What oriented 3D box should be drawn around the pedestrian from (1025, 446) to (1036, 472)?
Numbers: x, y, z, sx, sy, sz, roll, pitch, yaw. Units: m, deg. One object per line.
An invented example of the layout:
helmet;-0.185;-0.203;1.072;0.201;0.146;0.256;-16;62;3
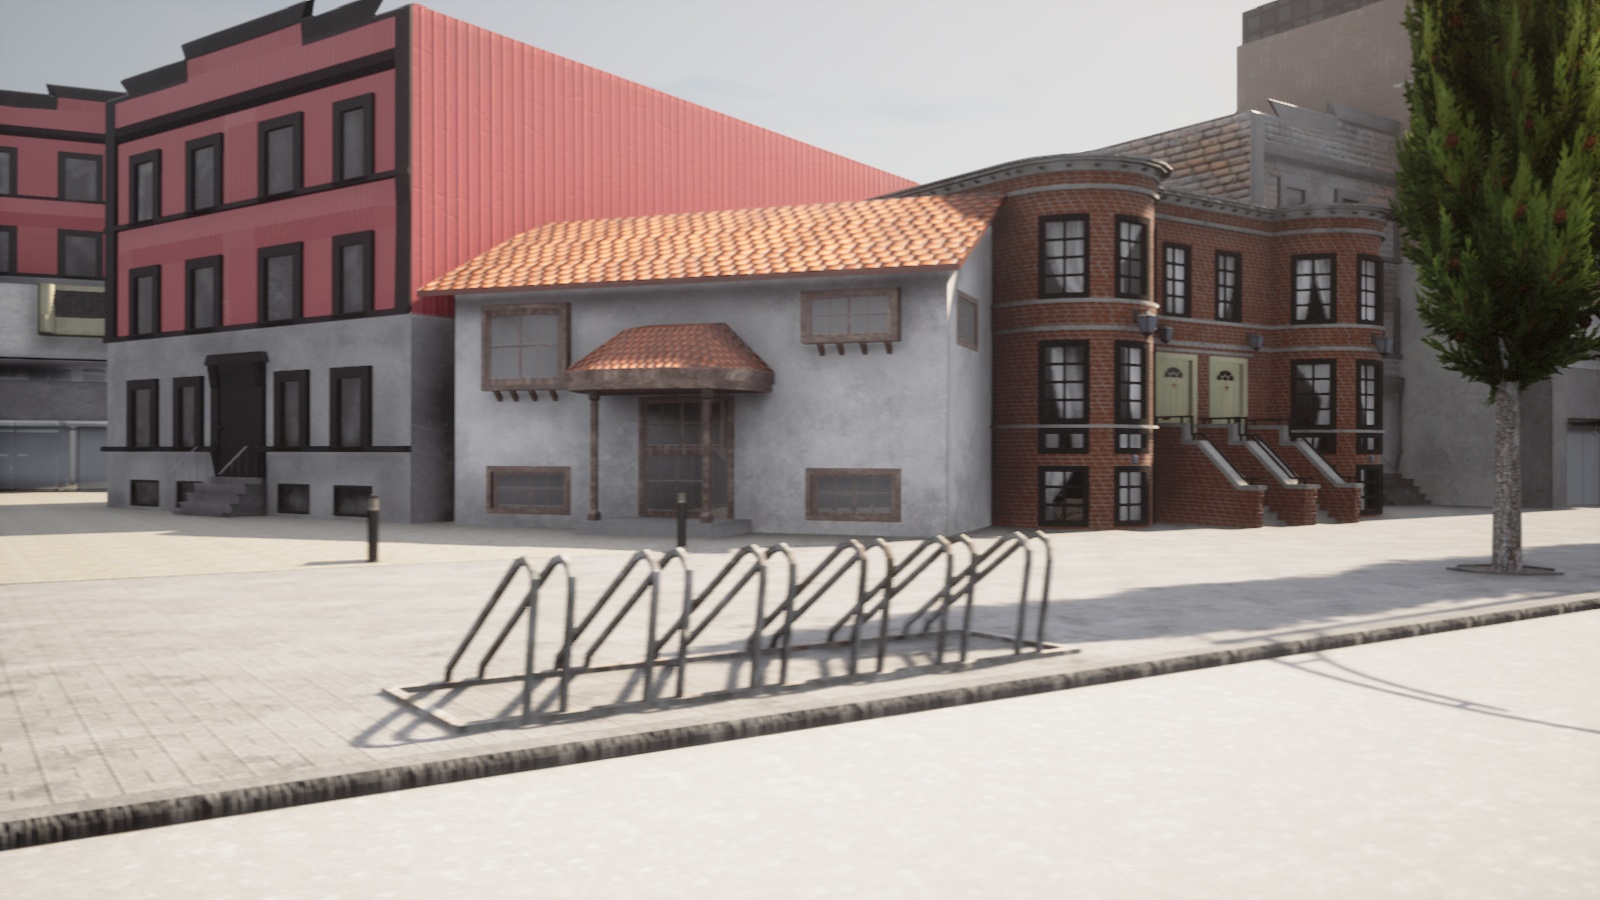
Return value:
pedestrian;16.273;0.637;88.623;0.431;1.840;0.703;0;0;-36
